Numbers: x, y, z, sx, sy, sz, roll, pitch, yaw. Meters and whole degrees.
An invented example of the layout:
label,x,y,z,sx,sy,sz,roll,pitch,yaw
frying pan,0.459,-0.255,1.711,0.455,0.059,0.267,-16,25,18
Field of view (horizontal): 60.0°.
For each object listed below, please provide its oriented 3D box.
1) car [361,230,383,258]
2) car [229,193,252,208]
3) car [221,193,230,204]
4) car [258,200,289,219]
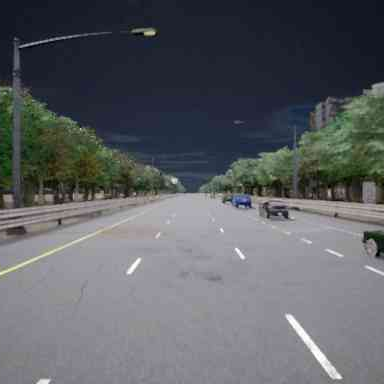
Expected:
label,x,y,z,sx,sy,sz,roll,pitch,yaw
car,7.000,1.600,9.813,1.895,1.301,4.718,0,0,0
car,6.994,1.245,46.954,2.150,2.045,5.566,0,0,0
car,7.006,1.245,65.136,2.150,2.045,5.566,0,0,0
car,6.998,1.506,28.875,1.837,1.490,4.892,0,0,0
